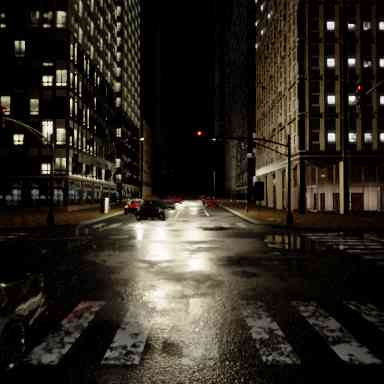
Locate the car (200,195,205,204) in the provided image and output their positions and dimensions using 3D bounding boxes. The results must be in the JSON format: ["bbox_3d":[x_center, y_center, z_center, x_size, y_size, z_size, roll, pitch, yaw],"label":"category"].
[{"bbox_3d":[2.789,1.547,56.361,1.752,1.417,4.829,1,0,0],"label":"car"}]

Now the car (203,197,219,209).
[{"bbox_3d":[2.770,1.599,45.035,1.802,1.307,4.206,1,0,0],"label":"car"}]

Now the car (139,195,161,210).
[{"bbox_3d":[-5.605,1.332,44.986,2.192,1.841,5.009,1,0,0],"label":"car"}]

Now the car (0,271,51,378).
[{"bbox_3d":[-3.096,1.549,2.806,2.033,1.411,5.357,0,0,0],"label":"car"}]

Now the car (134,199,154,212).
[{"bbox_3d":[-5.618,1.597,39.410,1.802,1.307,4.206,1,0,0],"label":"car"}]

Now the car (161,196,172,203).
[{"bbox_3d":[-5.567,1.573,72.861,1.887,1.381,4.507,1,0,0],"label":"car"}]

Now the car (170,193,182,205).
[{"bbox_3d":[-2.998,1.240,57.669,2.150,2.045,5.566,0,1,-2],"label":"car"}]

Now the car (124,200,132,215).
[{"bbox_3d":[-5.624,1.453,33.835,1.967,1.590,4.097,1,0,0],"label":"car"}]

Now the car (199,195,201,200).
[{"bbox_3d":[2.796,1.590,61.768,1.947,1.339,4.313,1,0,0],"label":"car"}]

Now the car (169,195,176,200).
[{"bbox_3d":[-5.535,1.605,95.162,1.947,1.339,4.313,1,0,0],"label":"car"}]

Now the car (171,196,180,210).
[{"bbox_3d":[-3.035,1.564,42.416,2.033,1.411,5.357,0,0,0],"label":"car"}]

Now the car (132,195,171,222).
[{"bbox_3d":[-3.061,1.362,26.238,2.097,1.767,4.553,0,0,0],"label":"car"}]
